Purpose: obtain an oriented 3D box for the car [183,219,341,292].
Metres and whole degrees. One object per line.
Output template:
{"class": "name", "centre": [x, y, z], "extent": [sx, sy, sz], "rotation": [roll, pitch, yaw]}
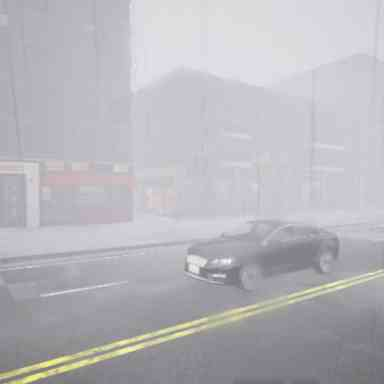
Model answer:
{"class": "car", "centre": [2.052, 1.518, 9.059], "extent": [4.902, 1.511, 2.128], "rotation": [0, 0, -35]}
